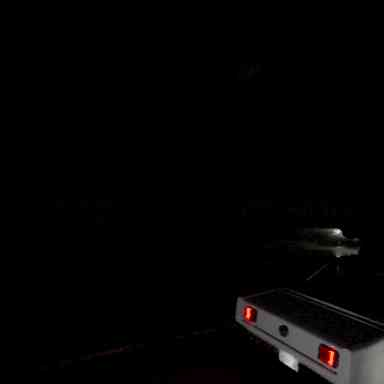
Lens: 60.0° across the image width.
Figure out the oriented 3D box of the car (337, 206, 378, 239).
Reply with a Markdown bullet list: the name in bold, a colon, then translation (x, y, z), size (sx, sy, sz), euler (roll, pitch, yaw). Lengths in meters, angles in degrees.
- **car**: translation (9.346, 1.477, 15.789), size (5.008, 1.535, 1.882), euler (0, 0, -26)

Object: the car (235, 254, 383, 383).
- **car**: translation (3.062, 1.600, 4.731), size (4.718, 1.301, 1.895), euler (0, 0, -27)

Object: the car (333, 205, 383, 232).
- **car**: translation (10.955, 1.564, 20.440), size (4.181, 1.385, 1.994), euler (0, 0, -26)
